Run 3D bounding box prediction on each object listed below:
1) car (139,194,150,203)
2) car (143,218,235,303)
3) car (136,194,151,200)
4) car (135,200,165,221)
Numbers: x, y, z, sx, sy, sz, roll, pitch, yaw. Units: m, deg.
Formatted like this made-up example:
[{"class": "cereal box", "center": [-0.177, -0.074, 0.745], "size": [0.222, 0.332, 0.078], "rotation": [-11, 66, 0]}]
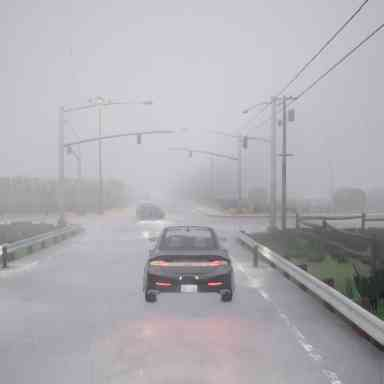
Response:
[{"class": "car", "center": [-8.401, 1.124, 59.446], "size": [1.837, 1.490, 4.892], "rotation": [0, 1, -7]}, {"class": "car", "center": [-0.095, 1.614, 8.487], "size": [2.128, 1.511, 4.902], "rotation": [0, -2, -1]}, {"class": "car", "center": [-6.634, 1.393, 45.420], "size": [1.812, 1.442, 4.674], "rotation": [0, 1, -7]}, {"class": "car", "center": [-3.849, 1.712, 29.637], "size": [1.994, 1.385, 4.181], "rotation": [0, 1, -20]}]
